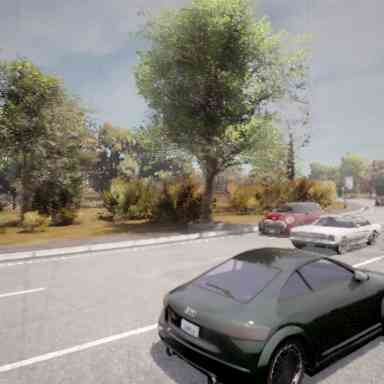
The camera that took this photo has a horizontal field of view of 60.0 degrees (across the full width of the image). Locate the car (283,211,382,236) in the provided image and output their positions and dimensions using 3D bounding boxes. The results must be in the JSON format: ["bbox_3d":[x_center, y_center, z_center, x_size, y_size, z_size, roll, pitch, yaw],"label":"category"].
[{"bbox_3d":[5.951,1.614,13.602,4.718,1.301,1.895,0,0,-42],"label":"car"}]

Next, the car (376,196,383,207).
[{"bbox_3d":[29.671,1.347,51.399,2.097,1.767,4.553,0,0,26],"label":"car"}]

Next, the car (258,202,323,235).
[{"bbox_3d":[5.589,1.372,18.112,4.553,1.767,2.097,0,0,-44],"label":"car"}]

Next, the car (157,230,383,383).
[{"bbox_3d":[1.565,1.573,5.154,4.181,1.385,1.994,0,0,-38],"label":"car"}]
